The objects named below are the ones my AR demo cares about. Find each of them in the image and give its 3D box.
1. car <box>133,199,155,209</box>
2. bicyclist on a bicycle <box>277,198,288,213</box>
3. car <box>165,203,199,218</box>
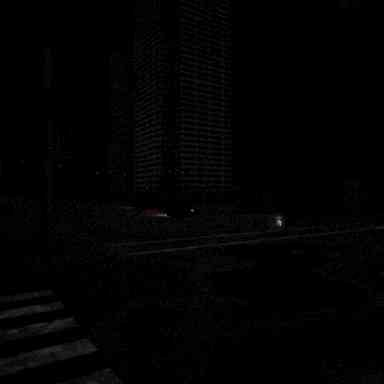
[{"bbox_3d":[-7.207,1.781,49.582,2.128,1.511,4.902,0,0,-32],"label":"car"},{"bbox_3d":[9.904,1.456,36.297,1.656,1.620,0.582,0,0,-32],"label":"bicyclist on a bicycle"},{"bbox_3d":[-1.041,1.759,33.417,1.994,1.385,4.181,0,0,-32],"label":"car"}]
